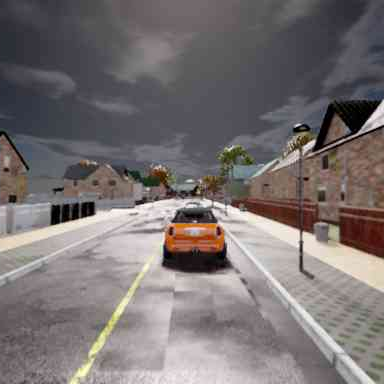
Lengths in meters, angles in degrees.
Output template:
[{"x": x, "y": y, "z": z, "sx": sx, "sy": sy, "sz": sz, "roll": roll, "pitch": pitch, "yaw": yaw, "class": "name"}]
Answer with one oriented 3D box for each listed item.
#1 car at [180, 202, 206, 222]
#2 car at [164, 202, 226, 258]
[{"x": 0.095, "y": 1.602, "z": 28.545, "sx": 2.033, "sy": 1.411, "sz": 5.357, "roll": 0, "pitch": 0, "yaw": 0, "class": "car"}, {"x": 0.097, "y": 1.368, "z": 13.042, "sx": 2.097, "sy": 1.767, "sz": 4.553, "roll": 0, "pitch": 0, "yaw": 0, "class": "car"}]
